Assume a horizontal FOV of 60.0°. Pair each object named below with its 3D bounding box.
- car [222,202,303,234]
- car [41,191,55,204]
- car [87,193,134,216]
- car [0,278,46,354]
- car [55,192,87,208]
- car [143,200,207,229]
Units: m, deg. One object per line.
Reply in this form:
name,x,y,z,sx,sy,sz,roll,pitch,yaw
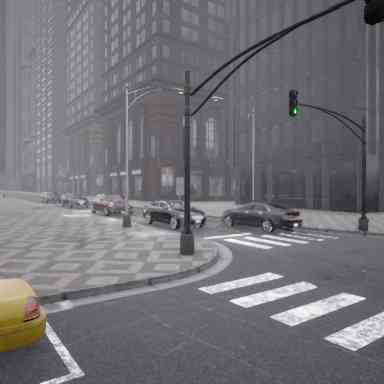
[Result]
car,3.638,1.291,18.105,1.837,1.490,4.892,0,1,-36
car,-18.326,0.688,43.248,1.837,1.490,4.892,0,1,-35
car,-6.435,0.895,26.638,2.097,1.767,4.553,0,1,-35
car,-4.259,1.525,3.614,4.829,1.417,1.752,0,0,-35
car,-12.316,0.853,34.828,2.128,1.511,4.902,0,1,-36
car,-1.104,1.205,19.218,2.128,1.511,4.902,0,1,-36
